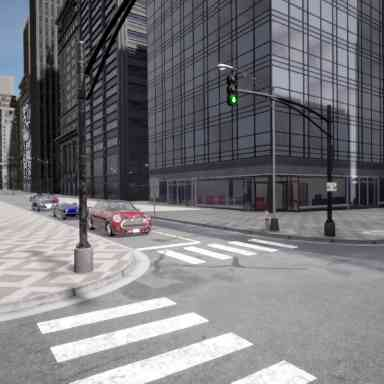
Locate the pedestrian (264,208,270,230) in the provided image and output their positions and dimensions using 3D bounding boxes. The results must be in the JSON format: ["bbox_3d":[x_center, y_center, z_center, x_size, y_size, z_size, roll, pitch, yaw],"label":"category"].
[{"bbox_3d":[3.897,1.374,17.288,0.500,1.100,0.500,0,0,-34],"label":"pedestrian"}]

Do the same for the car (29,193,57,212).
[{"bbox_3d":[-15.427,1.179,34.672,2.128,1.511,4.902,-1,1,-34],"label":"car"}]

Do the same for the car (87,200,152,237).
[{"bbox_3d":[-3.927,1.234,17.701,2.097,1.767,4.553,-1,1,-34],"label":"car"}]

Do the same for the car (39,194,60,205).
[{"bbox_3d":[-20.554,1.063,47.894,1.994,1.385,4.181,-1,1,-34],"label":"car"}]

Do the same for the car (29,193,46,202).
[{"bbox_3d":[-26.107,0.883,56.059,1.837,1.490,4.892,-1,1,-34],"label":"car"}]

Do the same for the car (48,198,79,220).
[{"bbox_3d":[-9.605,1.390,26.081,1.895,1.301,4.718,-1,1,-34],"label":"car"}]
